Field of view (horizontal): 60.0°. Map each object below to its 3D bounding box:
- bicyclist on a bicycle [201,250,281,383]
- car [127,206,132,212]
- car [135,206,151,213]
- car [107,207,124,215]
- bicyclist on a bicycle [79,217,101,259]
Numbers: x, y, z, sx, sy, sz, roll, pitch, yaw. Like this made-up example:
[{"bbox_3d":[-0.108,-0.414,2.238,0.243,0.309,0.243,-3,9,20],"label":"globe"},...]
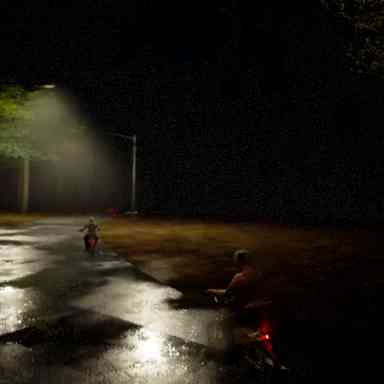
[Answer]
[{"bbox_3d":[0.610,1.557,4.373,0.866,1.612,1.509,1,-2,-31],"label":"bicyclist on a bicycle"},{"bbox_3d":[-13.159,3.840,76.373,1.812,1.442,4.674,1,-2,13],"label":"car"},{"bbox_3d":[-10.700,3.791,73.817,1.837,1.490,4.892,1,-2,15],"label":"car"},{"bbox_3d":[-12.911,3.181,56.100,1.994,1.385,4.181,1,-2,2],"label":"car"},{"bbox_3d":[-4.058,1.788,13.341,0.866,1.612,1.509,1,0,-24],"label":"bicyclist on a bicycle"}]
